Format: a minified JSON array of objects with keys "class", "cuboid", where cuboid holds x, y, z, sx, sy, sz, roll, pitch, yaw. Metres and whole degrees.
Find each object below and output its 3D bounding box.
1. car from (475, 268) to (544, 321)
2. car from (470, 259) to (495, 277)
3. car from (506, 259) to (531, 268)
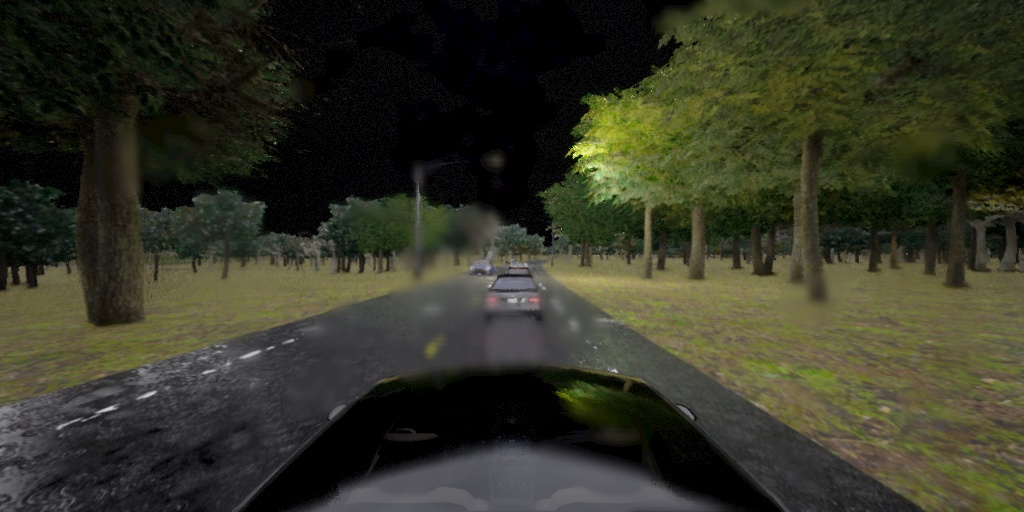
[{"class":"car","cuboid":[0.116,1.306,12.387,2.033,1.411,5.357,0,0,1]},{"class":"car","cuboid":[-2.880,1.132,35.894,2.097,1.767,4.553,0,0,4]},{"class":"car","cuboid":[0.545,1.266,29.512,2.128,1.511,4.902,0,0,2]}]
